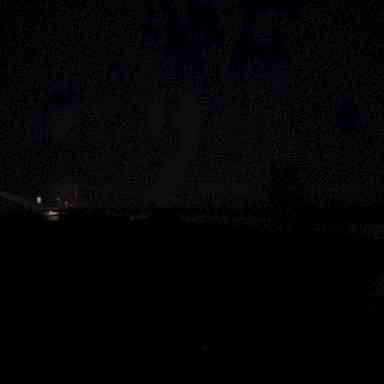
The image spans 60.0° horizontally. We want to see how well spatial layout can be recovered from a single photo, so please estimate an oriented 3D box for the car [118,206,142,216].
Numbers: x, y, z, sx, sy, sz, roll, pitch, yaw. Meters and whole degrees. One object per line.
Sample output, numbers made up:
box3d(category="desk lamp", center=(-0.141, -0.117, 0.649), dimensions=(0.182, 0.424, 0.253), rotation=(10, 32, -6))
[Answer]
box3d(category="car", center=(-9.026, 2.754, 48.631), dimensions=(1.895, 1.301, 4.718), rotation=(-3, 0, -35))
